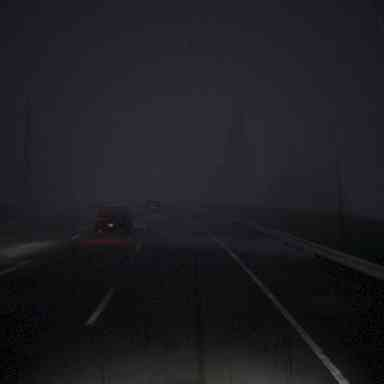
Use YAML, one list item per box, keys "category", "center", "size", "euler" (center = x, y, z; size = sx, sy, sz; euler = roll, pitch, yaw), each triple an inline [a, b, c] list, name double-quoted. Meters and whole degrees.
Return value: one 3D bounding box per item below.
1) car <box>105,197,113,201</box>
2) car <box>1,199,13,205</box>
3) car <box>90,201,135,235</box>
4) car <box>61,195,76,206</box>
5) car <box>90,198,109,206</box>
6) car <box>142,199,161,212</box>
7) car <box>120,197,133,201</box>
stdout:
- category: "car"
  center: [-16.339, 1.782, 63.802]
  size: [1.837, 1.490, 4.892]
  euler: [0, 0, -23]
- category: "car"
  center: [-38.646, 2.097, 69.592]
  size: [1.994, 1.385, 4.181]
  euler: [-1, 0, -28]
- category: "car"
  center: [-4.418, 1.553, 19.453]
  size: [1.882, 1.535, 5.008]
  euler: [-1, 0, -6]
- category: "car"
  center: [-23.090, 1.607, 62.191]
  size: [2.150, 2.045, 5.566]
  euler: [0, 0, -24]
- category: "car"
  center: [-11.970, 1.802, 42.192]
  size: [1.895, 1.301, 4.718]
  euler: [-1, 0, -16]
- category: "car"
  center: [-4.967, 1.594, 41.119]
  size: [1.837, 1.490, 4.892]
  euler: [0, 0, -15]
- category: "car"
  center: [-12.778, 1.697, 64.437]
  size: [1.882, 1.535, 5.008]
  euler: [0, 0, -23]
